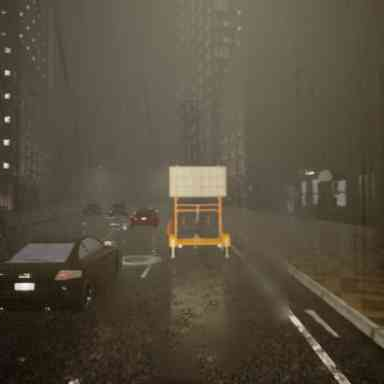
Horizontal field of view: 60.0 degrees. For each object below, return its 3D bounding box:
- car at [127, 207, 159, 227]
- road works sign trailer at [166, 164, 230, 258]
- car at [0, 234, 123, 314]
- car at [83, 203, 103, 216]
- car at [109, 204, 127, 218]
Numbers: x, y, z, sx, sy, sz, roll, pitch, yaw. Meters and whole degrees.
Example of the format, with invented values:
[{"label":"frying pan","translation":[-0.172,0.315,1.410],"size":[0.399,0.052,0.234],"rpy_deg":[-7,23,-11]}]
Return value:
[{"label":"car","translation":[-3.595,1.924,25.794],"size":[1.994,1.385,4.181],"rpy_deg":[0,-1,-4]},{"label":"road works sign trailer","translation":[0.239,0.643,13.682],"size":[2.380,3.560,2.880],"rpy_deg":[0,-1,-2]},{"label":"car","translation":[-2.987,1.691,7.979],"size":[1.994,1.385,4.181],"rpy_deg":[0,-1,0]},{"label":"car","translation":[-11.755,2.089,39.707],"size":[1.837,1.490,4.892],"rpy_deg":[0,-1,-8]},{"label":"car","translation":[-8.196,2.065,37.507],"size":[1.812,1.442,4.674],"rpy_deg":[0,-1,-7]}]
